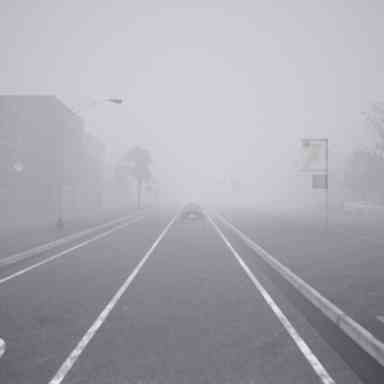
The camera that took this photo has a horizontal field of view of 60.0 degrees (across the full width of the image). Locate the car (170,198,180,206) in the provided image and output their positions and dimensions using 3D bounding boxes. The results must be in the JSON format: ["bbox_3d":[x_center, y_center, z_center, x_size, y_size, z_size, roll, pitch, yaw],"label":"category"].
[{"bbox_3d":[-3.262,1.881,65.135,1.882,1.535,5.008,0,0,1],"label":"car"}]

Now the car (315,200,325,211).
[{"bbox_3d":[18.702,1.707,41.905,4.892,1.521,2.231,0,0,0],"label":"car"}]

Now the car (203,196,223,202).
[{"bbox_3d":[6.096,2.180,94.027,5.366,1.575,1.946,0,-1,0],"label":"car"}]

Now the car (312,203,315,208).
[{"bbox_3d":[18.707,1.766,45.181,4.674,1.452,2.002,0,0,0],"label":"car"}]

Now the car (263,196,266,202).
[{"bbox_3d":[18.689,1.940,72.686,4.674,1.452,2.002,0,0,0],"label":"car"}]

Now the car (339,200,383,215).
[{"bbox_3d":[18.700,1.706,35.483,4.674,1.452,2.002,0,0,0],"label":"car"}]

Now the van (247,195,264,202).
[{"bbox_3d":[18.436,1.947,93.483,4.442,1.987,1.878,0,-1,0],"label":"van"}]

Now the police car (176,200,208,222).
[{"bbox_3d":[0.047,1.664,27.718,2.038,1.542,4.974,0,0,1],"label":"police car"}]

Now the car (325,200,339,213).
[{"bbox_3d":[18.710,1.685,38.632,5.008,1.535,2.097,0,0,0],"label":"car"}]

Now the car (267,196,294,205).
[{"bbox_3d":[18.760,1.753,69.517,4.553,1.767,2.185,0,0,0],"label":"car"}]
